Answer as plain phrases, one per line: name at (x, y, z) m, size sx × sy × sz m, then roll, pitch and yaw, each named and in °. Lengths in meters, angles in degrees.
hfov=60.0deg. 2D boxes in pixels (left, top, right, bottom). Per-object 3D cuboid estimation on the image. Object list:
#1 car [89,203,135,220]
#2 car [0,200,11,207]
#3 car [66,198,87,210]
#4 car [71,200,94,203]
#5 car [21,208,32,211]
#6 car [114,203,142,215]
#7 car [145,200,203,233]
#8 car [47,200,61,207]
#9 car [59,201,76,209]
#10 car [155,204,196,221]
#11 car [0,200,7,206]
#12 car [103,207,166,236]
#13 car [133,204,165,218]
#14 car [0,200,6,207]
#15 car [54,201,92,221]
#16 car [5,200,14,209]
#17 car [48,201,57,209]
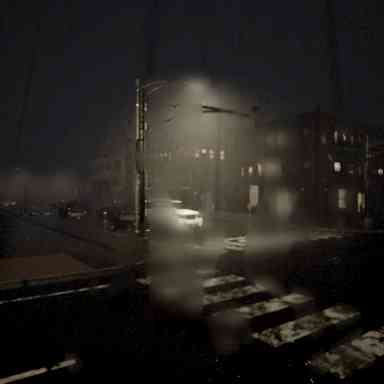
car at (-7.518, 2.016, 31.279) m, size 2.033 × 1.411 × 5.357 m, roll 0°, pitch -1°, yaw -36°
car at (-43.873, 2.649, 77.829) m, size 2.008 × 1.369 × 4.403 m, roll -1°, pitch 0°, yaw -35°
car at (-20.993, 2.132, 60.153) m, size 2.192 × 1.841 × 5.009 m, roll -1°, pitch 0°, yaw -35°
car at (-13.309, 2.058, 39.430) m, size 1.882 × 1.535 × 5.008 m, roll 0°, pitch -1°, yaw -35°
car at (-27.715, 2.334, 55.150) m, size 1.752 × 1.417 × 4.829 m, roll -1°, pitch 0°, yaw -35°
car at (-8.141, 2.158, 42.120) m, size 1.802 × 1.307 × 4.206 m, roll -1°, pitch 0°, yaw -35°
car at (-1.577, 1.572, 22.944) m, size 2.150 × 2.045 × 5.566 m, roll 0°, pitch -1°, yaw -35°
car at (-30.625, 2.556, 73.676) m, size 1.947 × 1.339 × 4.313 m, roll -1°, pitch 0°, yaw -35°
car at (-24.201, 2.420, 64.660) m, size 1.887 × 1.381 × 4.507 m, roll -1°, pitch 0°, yaw -35°
car at (-1.718, 2.002, 33.104) m, size 2.008 × 1.369 × 4.403 m, roll -1°, pitch 0°, yaw -35°
car at (-47.084, 2.699, 82.336) m, size 1.887 × 1.381 × 4.507 m, roll -1°, pitch 0°, yaw -35°
car at (-3.802, 1.915, 21.376) m, size 1.947 × 1.339 × 4.313 m, roll -1°, pitch 0°, yaw -35°
car at (-4.930, 2.096, 37.612) m, size 1.802 × 1.307 × 4.206 m, roll -1°, pitch 0°, yaw -35°
car at (-40.663, 2.482, 73.320) m, size 1.967 × 1.590 × 4.097 m, roll -1°, pitch 0°, yaw -35°
car at (-11.757, 1.948, 32.749) m, size 1.967 × 1.590 × 4.097 m, roll -1°, pitch 0°, yaw -35°
car at (-34.238, 2.477, 64.305) m, size 2.008 × 1.369 × 4.403 m, roll -1°, pitch 0°, yaw -35°
car at (-23.930, 2.394, 59.830) m, size 1.994 × 1.385 × 4.181 m, roll 0°, pitch -1°, yaw -36°
